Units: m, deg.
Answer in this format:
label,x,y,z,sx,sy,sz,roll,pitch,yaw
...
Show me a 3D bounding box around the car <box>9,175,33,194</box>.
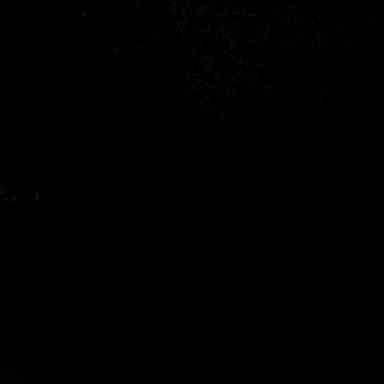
label,x,y,z,sx,sy,sz,roll,pitch,yaw
car,-20.098,-1.017,39.113,2.150,2.045,5.566,3,4,-33
